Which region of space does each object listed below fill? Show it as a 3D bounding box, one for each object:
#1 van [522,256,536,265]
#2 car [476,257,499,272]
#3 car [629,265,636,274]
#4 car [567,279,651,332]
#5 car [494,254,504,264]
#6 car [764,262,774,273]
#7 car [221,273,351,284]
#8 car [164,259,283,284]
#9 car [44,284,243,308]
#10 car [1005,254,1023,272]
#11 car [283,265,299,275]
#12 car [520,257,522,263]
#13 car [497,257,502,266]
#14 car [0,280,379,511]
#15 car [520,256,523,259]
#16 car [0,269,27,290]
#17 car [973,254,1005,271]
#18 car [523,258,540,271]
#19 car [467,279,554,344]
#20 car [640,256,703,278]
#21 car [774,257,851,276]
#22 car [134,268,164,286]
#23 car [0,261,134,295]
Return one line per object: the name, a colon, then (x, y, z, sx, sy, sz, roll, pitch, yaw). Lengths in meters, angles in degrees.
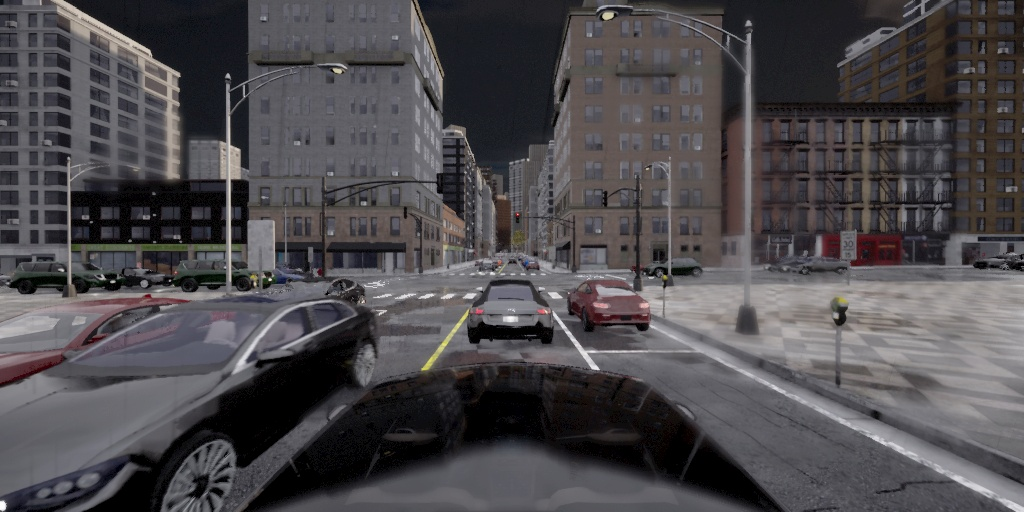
van: (2.794, 0.999, 53.397, 1.690, 1.789, 3.998, 0, 0, 0)
car: (-3.087, 1.208, 45.634, 1.812, 1.442, 4.674, 0, 0, 2)
car: (13.469, 1.106, 33.194, 4.718, 1.301, 1.895, -1, 0, 0)
car: (2.715, 1.330, 10.634, 1.802, 1.307, 4.207, 0, 0, 0)
car: (-2.991, 0.969, 65.194, 2.097, 1.767, 4.553, 0, 0, 1)
car: (26.118, 0.820, 33.216, 4.902, 1.511, 2.128, -1, 0, 0)
car: (-5.810, 1.314, 10.587, 1.948, 1.339, 4.313, 0, 0, 0)
car: (-18.438, 1.222, 23.149, 5.566, 2.045, 2.150, -1, 0, -2)
car: (-5.778, 1.294, 4.943, 1.888, 1.381, 4.507, 0, 0, 0)
car: (45.123, 0.594, 29.953, 4.892, 1.490, 1.837, 0, 0, 0)
car: (-17.469, 1.519, 26.427, 5.357, 1.411, 2.033, -1, 0, 0)
car: (2.810, 1.186, 58.948, 1.888, 1.381, 4.507, 0, 0, 0)
car: (-3.057, 1.200, 55.285, 2.033, 1.411, 5.357, 0, 0, 0)
car: (-3.099, 1.241, 4.018, 2.128, 1.511, 4.902, 0, 0, 0)
car: (2.826, 1.202, 64.505, 1.802, 1.307, 4.207, 0, 0, 0)
car: (-39.289, 1.767, 26.393, 4.674, 1.442, 1.812, -1, 0, 0)
car: (45.922, 0.568, 33.195, 4.892, 1.490, 1.837, 0, 0, 0)
car: (2.778, 1.257, 47.845, 1.802, 1.307, 4.207, 0, 0, 0)
car: (-0.038, 1.312, 9.635, 1.994, 1.385, 4.181, 0, 0, 0)
car: (13.322, 0.876, 29.942, 4.553, 1.767, 2.097, -1, 0, 0)
car: (25.308, 0.847, 29.967, 4.902, 1.511, 2.128, -1, 0, 0)
car: (-27.644, 1.606, 26.407, 4.892, 1.490, 1.837, -1, 0, 0)
car: (-28.547, 1.350, 23.152, 5.566, 2.045, 2.150, -1, 0, 0)
